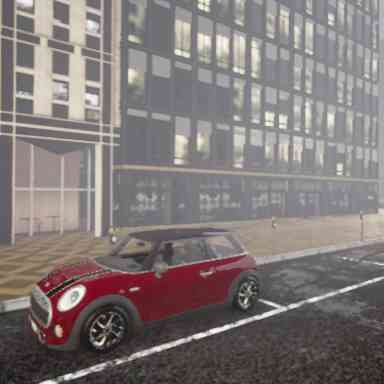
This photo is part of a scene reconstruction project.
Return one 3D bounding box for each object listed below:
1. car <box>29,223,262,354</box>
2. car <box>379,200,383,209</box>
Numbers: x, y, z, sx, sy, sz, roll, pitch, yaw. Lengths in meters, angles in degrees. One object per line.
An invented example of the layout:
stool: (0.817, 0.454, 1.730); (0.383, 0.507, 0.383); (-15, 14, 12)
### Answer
car: (-0.693, 1.435, 6.055); (4.097, 1.590, 1.967); (0, 1, -36)
car: (21.884, 1.240, 42.341); (2.192, 1.841, 5.009); (0, 0, -35)
